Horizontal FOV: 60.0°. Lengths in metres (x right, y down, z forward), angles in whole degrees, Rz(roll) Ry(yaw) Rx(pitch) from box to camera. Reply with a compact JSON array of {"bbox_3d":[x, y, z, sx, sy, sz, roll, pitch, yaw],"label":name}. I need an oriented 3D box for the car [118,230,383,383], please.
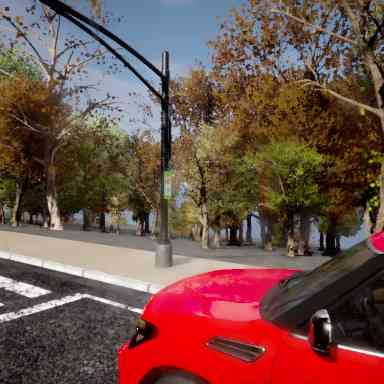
[{"bbox_3d":[2.005,1.222,2.283,5.566,2.045,2.150,0,0,34],"label":"car"}]
